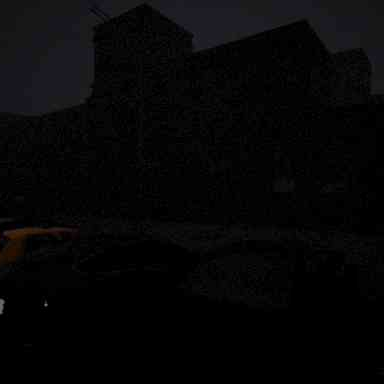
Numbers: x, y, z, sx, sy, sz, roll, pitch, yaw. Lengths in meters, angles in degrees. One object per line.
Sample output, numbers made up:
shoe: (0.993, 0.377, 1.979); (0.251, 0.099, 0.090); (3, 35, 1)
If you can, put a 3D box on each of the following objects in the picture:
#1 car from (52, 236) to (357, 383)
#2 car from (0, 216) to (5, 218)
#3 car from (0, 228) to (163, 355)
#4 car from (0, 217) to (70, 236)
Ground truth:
car: (0.966, 1.481, 4.673); (2.097, 1.535, 5.008); (0, 0, 36)
car: (-5.734, 1.512, 9.424); (2.163, 1.488, 4.792); (0, 0, 36)
car: (-1.180, 1.511, 6.237); (2.163, 1.488, 4.792); (0, 0, 36)
car: (-3.348, 1.479, 7.981); (1.946, 1.575, 5.366); (0, 0, 36)
